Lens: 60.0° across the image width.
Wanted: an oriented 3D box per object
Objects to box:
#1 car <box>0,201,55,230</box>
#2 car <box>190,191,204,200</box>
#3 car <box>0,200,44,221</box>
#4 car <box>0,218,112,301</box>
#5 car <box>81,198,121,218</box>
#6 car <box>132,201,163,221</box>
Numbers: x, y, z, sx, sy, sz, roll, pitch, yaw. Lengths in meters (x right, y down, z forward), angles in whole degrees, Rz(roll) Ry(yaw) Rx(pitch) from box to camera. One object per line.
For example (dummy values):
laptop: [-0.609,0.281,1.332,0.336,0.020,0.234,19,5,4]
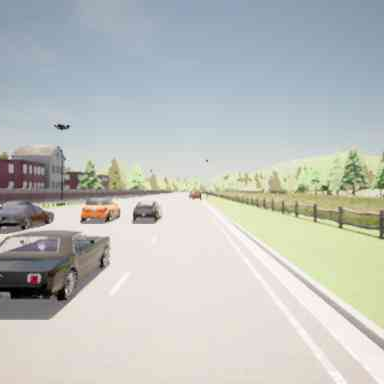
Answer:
car: [-10.401,1.479,20.552,2.033,1.411,5.357,0,0,0]
car: [1.221,0.960,79.157,2.150,2.045,5.566,0,0,0]
car: [-13.901,1.436,26.940,1.812,1.442,4.674,0,0,0]
car: [-3.401,1.573,8.192,1.895,1.301,4.718,0,0,0]
car: [-6.901,1.266,25.620,2.097,1.767,4.553,0,0,0]
car: [-3.401,1.405,25.891,2.128,1.511,4.902,0,0,0]
